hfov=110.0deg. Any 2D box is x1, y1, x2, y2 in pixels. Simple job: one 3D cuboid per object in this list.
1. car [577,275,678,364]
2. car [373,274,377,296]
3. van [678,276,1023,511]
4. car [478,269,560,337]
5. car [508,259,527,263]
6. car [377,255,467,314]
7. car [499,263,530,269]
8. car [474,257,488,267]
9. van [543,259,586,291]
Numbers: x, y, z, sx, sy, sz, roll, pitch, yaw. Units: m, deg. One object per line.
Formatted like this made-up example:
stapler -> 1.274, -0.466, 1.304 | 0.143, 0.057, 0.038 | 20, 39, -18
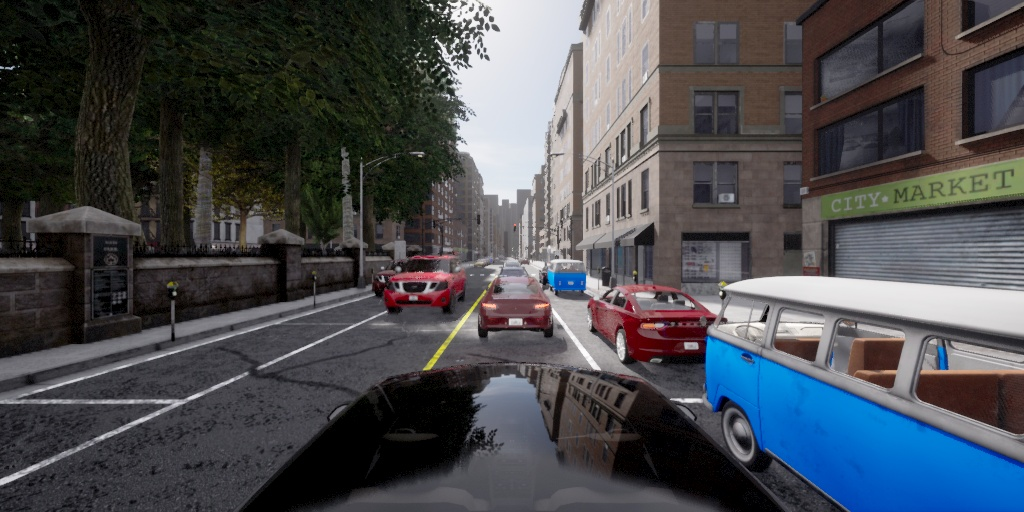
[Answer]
car -> 2.857, 1.294, 7.936 | 1.888, 1.381, 4.507 | 0, 0, 0
car -> -5.667, 1.060, 19.218 | 2.192, 1.841, 5.009 | 0, 0, 0
van -> 2.857, 1.091, 2.275 | 1.690, 1.789, 3.998 | 0, 0, 0
car -> 0.096, 1.275, 10.138 | 1.812, 1.442, 4.674 | 0, 0, 0
car -> 0.006, 1.242, 29.461 | 1.837, 1.490, 4.892 | 0, 0, 0
car -> -3.094, 0.969, 14.037 | 2.150, 2.045, 5.566 | 0, 0, 0
car -> 0.098, 1.292, 19.716 | 2.033, 1.411, 5.357 | 0, 0, 1
car -> -5.663, 1.230, 62.737 | 1.751, 1.417, 4.829 | 0, 0, 0
van -> 2.858, 1.086, 19.258 | 1.690, 1.789, 3.998 | 0, 0, 0
